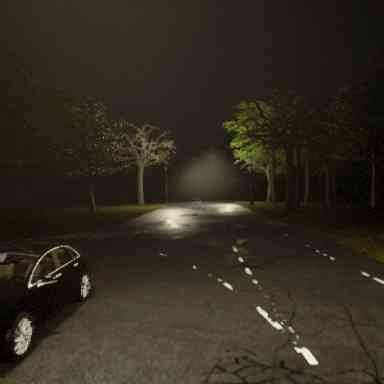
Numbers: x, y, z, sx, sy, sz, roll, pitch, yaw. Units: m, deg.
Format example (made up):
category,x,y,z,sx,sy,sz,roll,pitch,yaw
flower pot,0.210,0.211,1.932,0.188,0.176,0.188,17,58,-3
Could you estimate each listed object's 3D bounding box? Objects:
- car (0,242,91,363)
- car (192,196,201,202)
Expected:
category,x,y,z,sx,sy,sz,roll,pitch,yaw
car,-3.467,1.858,6.549,1.837,1.490,4.892,-1,-1,1
car,1.172,1.984,90.329,1.837,1.490,4.892,-1,-1,9
